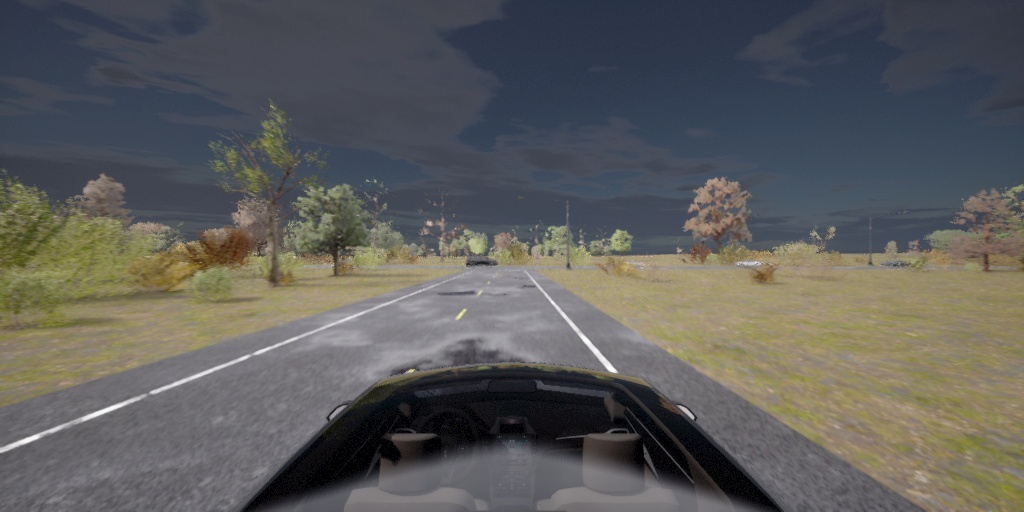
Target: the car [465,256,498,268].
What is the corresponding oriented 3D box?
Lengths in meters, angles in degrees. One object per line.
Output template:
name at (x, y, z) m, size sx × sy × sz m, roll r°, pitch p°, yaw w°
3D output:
car at (-5.121, 0.989, 61.030) m, size 5.566 × 2.045 × 2.150 m, roll 0°, pitch 0°, yaw -1°
